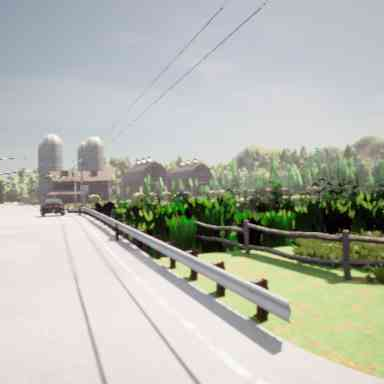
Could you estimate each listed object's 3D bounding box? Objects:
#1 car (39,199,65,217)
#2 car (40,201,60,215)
[{"bbox_3d":[-12.463,1.394,29.800,1.837,1.490,4.892,-2,-1,-24],"label":"car"},{"bbox_3d":[-16.723,1.906,39.057,1.812,1.442,4.674,-2,-3,-26],"label":"car"}]
